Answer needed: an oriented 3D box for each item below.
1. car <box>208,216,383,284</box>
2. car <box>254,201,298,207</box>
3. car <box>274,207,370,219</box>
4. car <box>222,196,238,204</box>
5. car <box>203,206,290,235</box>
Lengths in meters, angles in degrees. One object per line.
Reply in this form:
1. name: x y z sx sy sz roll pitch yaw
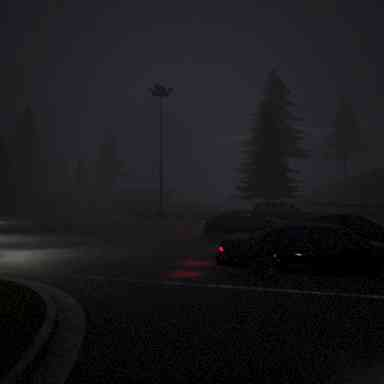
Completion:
1. car: 3.320 1.549 8.987 5.357 1.411 2.033 0 0 14
2. car: 5.446 1.355 19.276 4.553 1.767 2.097 0 0 14
3. car: 5.641 1.480 12.024 5.008 1.535 1.882 0 0 14
4. car: 7.608 1.556 65.302 2.033 1.411 5.357 0 0 -19
5. car: 2.637 1.567 16.355 4.181 1.385 1.994 0 0 14
